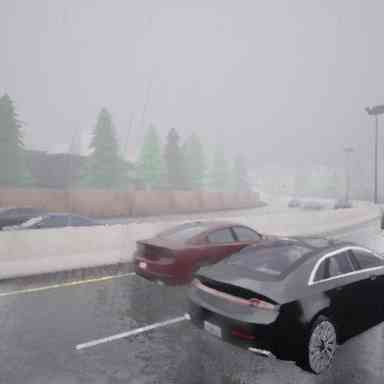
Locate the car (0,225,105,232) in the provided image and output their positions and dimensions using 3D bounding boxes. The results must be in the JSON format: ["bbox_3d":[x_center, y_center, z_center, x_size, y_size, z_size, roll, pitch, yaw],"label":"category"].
[{"bbox_3d":[-5.655,1.554,13.097,4.674,1.442,1.812,1,0,-39],"label":"car"}]

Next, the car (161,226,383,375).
[{"bbox_3d":[2.154,1.530,5.699,4.902,1.511,2.128,1,0,-38],"label":"car"}]

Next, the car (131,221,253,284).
[{"bbox_3d":[0.806,1.524,9.086,5.008,1.535,1.882,0,0,-39],"label":"car"}]

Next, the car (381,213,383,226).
[{"bbox_3d":[14.069,1.690,22.292,1.837,1.490,4.892,0,0,40],"label":"car"}]
